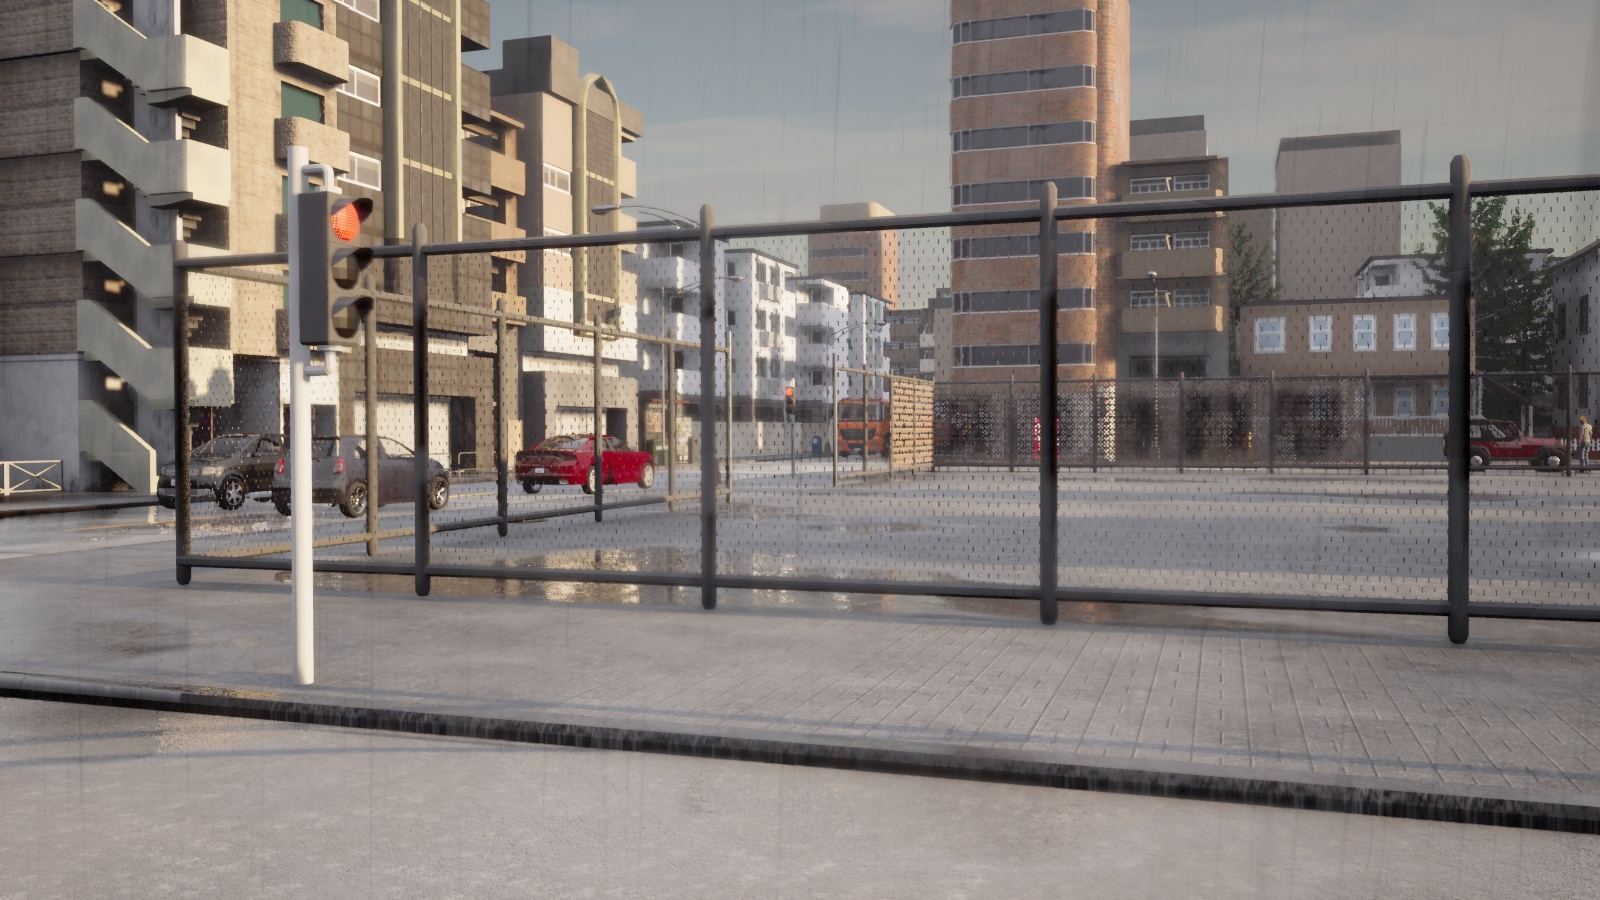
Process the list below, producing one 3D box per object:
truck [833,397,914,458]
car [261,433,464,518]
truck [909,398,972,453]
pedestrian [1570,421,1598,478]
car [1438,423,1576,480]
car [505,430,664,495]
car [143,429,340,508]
[{"bbox_3d":[4.478,-1.336,74.755,2.891,3.462,7.936,1,1,18],"label":"truck"},{"bbox_3d":[-8.307,0.422,24.160,1.845,1.501,3.633,1,1,19],"label":"car"},{"bbox_3d":[10.383,-1.776,92.243,2.891,3.827,8.468,1,1,18],"label":"truck"},{"bbox_3d":[25.091,-0.020,40.193,0.354,1.836,0.706,0,1,-13],"label":"pedestrian"},{"bbox_3d":[24.331,0.020,43.354,3.866,1.878,1.905,1,1,19],"label":"car"},{"bbox_3d":[-5.473,0.262,32.603,1.882,1.535,5.008,1,1,19],"label":"car"},{"bbox_3d":[-11.709,0.336,26.584,1.789,1.549,3.705,1,1,18],"label":"car"}]
